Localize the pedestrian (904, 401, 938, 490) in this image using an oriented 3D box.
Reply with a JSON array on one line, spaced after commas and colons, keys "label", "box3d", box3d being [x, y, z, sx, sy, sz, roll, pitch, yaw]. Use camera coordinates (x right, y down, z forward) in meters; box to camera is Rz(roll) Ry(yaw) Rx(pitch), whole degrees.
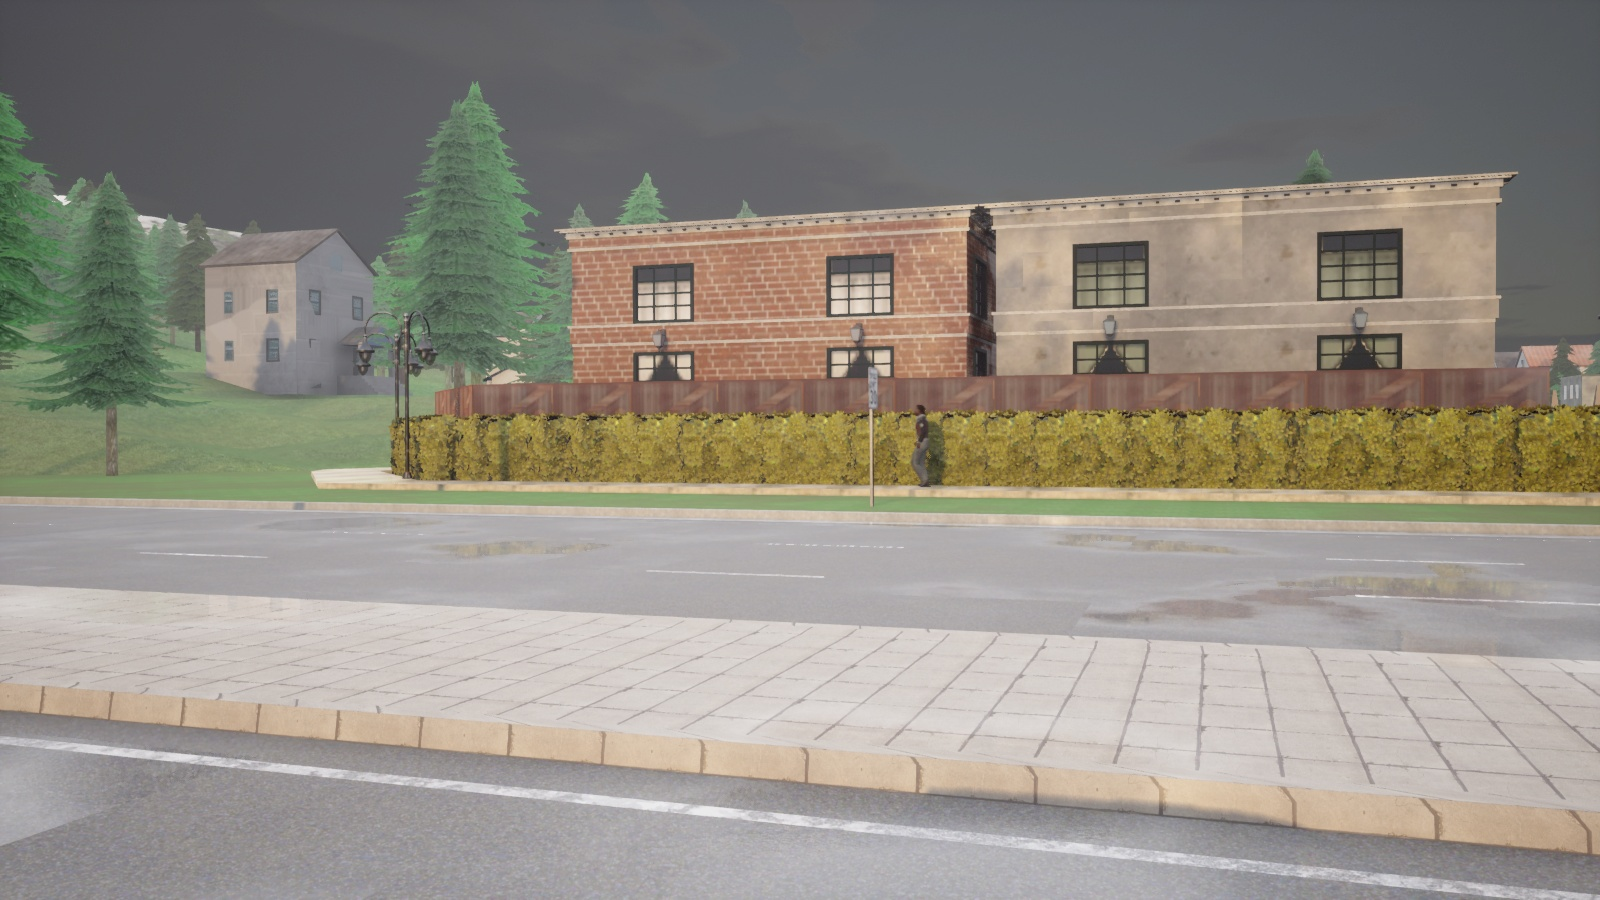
[{"label": "pedestrian", "box3d": [2.644, -0.095, 27.472, 0.666, 1.930, 0.402, 1, 1, 19]}]
